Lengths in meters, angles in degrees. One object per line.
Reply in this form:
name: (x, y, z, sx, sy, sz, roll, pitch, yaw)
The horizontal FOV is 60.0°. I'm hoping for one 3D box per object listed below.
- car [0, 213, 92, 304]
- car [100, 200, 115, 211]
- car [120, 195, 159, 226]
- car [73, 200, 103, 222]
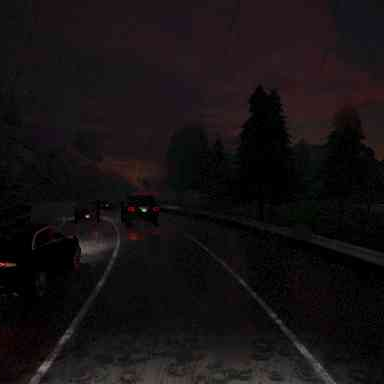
car: (-4.099, 1.513, 8.069, 2.128, 1.511, 4.902, 0, 0, -6)
car: (-11.019, 1.624, 40.675, 2.033, 1.411, 5.357, 0, 0, -29)
car: (-3.826, 1.259, 23.816, 2.150, 2.045, 5.566, 0, 0, -17)
car: (-8.331, 1.579, 26.218, 1.812, 1.442, 4.674, 0, 0, -19)
